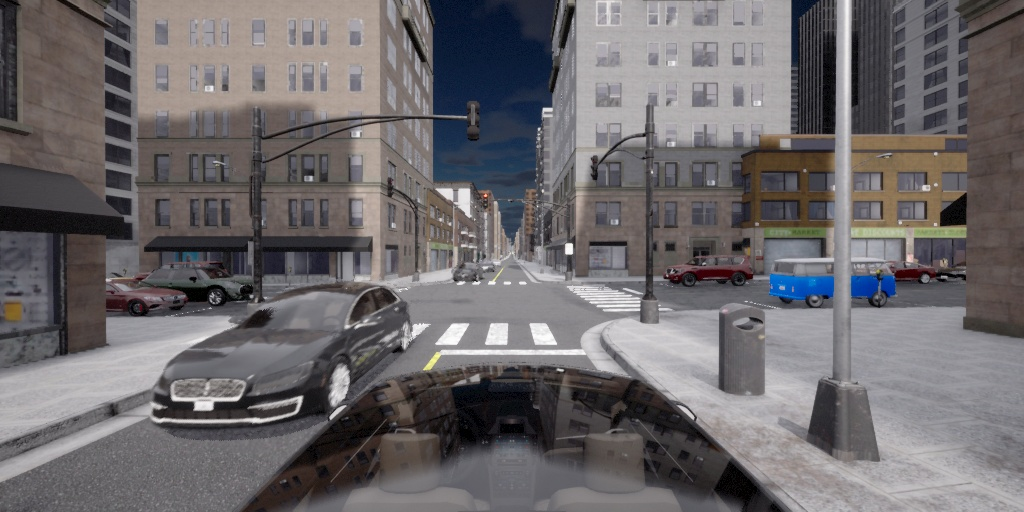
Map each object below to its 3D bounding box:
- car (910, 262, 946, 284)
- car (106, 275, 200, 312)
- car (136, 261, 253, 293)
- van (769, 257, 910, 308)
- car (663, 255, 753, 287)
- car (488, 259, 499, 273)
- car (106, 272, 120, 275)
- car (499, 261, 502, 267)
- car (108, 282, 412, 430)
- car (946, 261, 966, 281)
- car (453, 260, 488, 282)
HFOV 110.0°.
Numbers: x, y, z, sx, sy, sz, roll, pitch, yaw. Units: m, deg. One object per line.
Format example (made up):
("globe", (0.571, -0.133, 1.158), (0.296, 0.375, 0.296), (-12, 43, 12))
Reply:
("car", (23.330, 0.964, 22.191), (4.507, 1.381, 1.888), (0, 0, 0))
("car", (-14.809, 1.528, 13.601), (4.207, 1.307, 1.802), (0, 0, 0))
("car", (-13.998, 1.270, 16.243), (4.553, 1.767, 2.097), (-1, 0, 0))
("van", (12.128, 0.957, 13.647), (3.998, 1.789, 1.690), (0, 0, 0))
("car", (12.112, 0.872, 22.172), (5.009, 1.841, 2.192), (0, 0, 0))
("car", (-3.064, 1.257, 43.945), (2.128, 1.511, 4.902), (0, 0, 0))
("car", (-26.003, 1.552, 22.107), (4.829, 1.417, 1.751), (0, 0, 0))
("car", (-2.977, 1.323, 65.172), (1.812, 1.442, 4.674), (0, 0, 0))
("car", (-3.096, 1.254, 6.033), (1.837, 1.490, 4.892), (0, 0, 0))
("car", (28.940, 0.916, 22.201), (4.313, 1.339, 1.948), (0, 0, 0))
("car", (-3.396, 1.257, 28.659), (1.837, 1.490, 4.892), (0, 0, 4))
